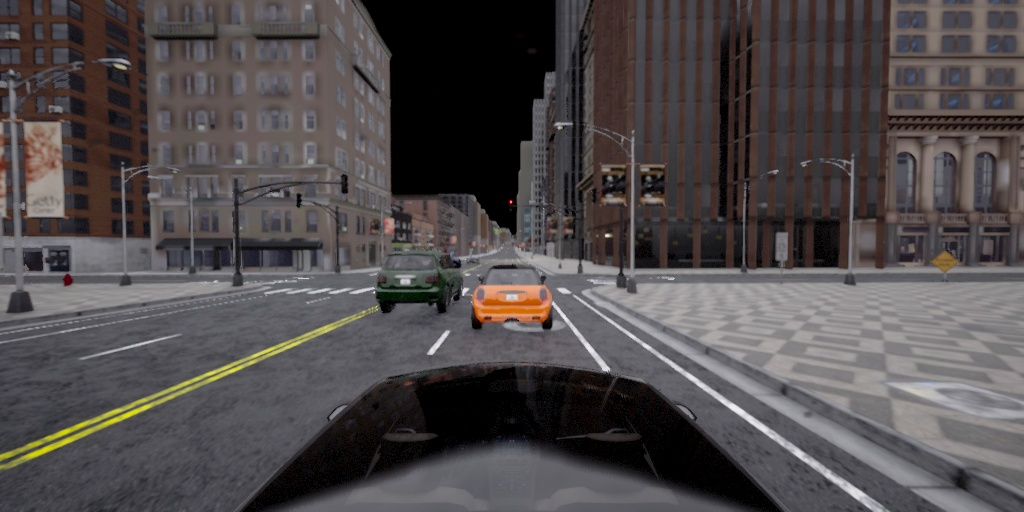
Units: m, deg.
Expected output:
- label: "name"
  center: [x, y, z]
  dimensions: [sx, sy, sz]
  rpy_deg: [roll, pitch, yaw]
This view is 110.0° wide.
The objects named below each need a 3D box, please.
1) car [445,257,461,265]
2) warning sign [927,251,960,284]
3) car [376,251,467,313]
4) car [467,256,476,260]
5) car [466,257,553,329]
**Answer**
- label: "car"
  center: [-9.781, 0.768, 59.739]
  dimensions: [1.895, 1.301, 4.718]
  rpy_deg: [0, 1, 1]
- label: "warning sign"
  center: [25.182, 0.625, 20.865]
  dimensions: [1.060, 1.860, 1.300]
  rpy_deg: [0, 0, 0]
- label: "car"
  center: [-3.215, 0.846, 13.405]
  dimensions: [2.150, 2.045, 5.566]
  rpy_deg: [0, 0, -1]
- label: "car"
  center: [-6.538, 0.728, 60.087]
  dimensions: [1.994, 1.385, 4.181]
  rpy_deg: [0, 1, 1]
- label: "car"
  center: [0.012, 1.004, 10.960]
  dimensions: [2.097, 1.767, 4.553]
  rpy_deg: [0, 1, 0]
